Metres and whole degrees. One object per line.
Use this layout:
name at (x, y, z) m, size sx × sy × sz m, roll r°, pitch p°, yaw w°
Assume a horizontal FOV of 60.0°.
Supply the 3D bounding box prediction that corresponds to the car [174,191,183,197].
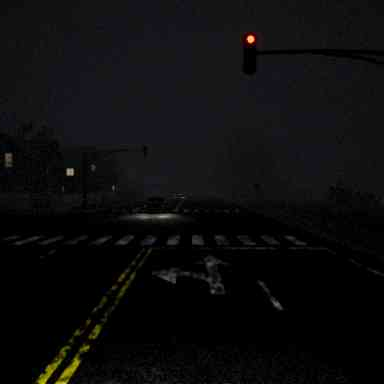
car at (-3.205, 0.480, 79.853) m, size 1.837 × 1.490 × 4.892 m, roll 0°, pitch 1°, yaw 0°

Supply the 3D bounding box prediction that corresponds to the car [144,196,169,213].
car at (-3.231, 1.120, 30.632) m, size 1.882 × 1.535 × 5.008 m, roll 0°, pitch 1°, yaw 0°
